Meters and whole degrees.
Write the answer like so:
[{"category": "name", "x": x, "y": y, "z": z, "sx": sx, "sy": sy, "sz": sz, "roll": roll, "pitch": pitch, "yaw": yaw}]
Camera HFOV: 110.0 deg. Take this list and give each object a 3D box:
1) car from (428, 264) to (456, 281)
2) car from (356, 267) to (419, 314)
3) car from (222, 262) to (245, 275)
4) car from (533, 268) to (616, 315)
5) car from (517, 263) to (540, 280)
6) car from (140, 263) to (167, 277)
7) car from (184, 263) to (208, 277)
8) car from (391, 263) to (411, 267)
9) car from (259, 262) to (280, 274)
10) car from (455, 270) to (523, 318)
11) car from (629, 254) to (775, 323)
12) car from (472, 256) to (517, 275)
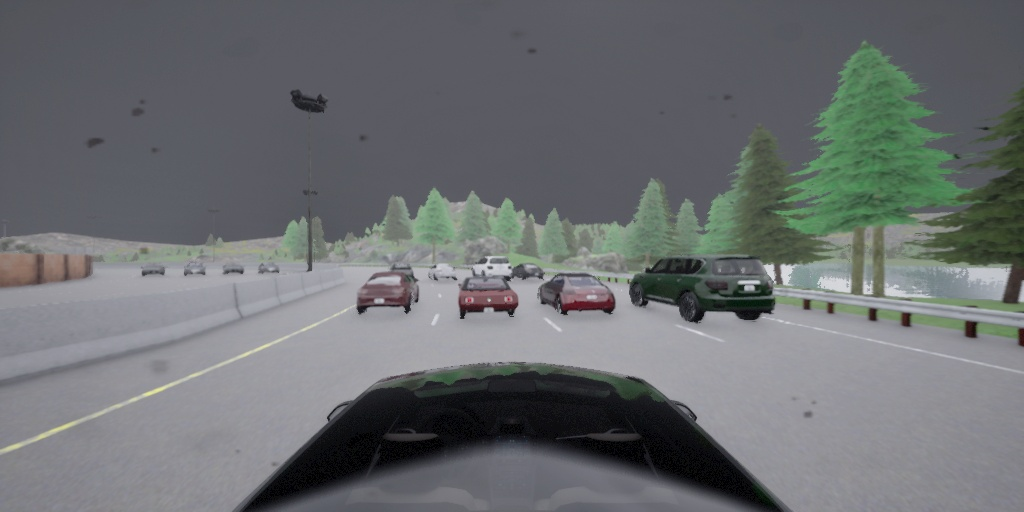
[{"category": "car", "x": -6.224, "y": 1.393, "z": 31.877, "sx": 1.812, "sy": 1.442, "sz": 4.674, "roll": 0, "pitch": 0, "yaw": -21}, {"category": "car", "x": -4.769, "y": 1.334, "z": 14.173, "sx": 1.812, "sy": 1.442, "sz": 4.674, "roll": 0, "pitch": 0, "yaw": -9}, {"category": "car", "x": -34.096, "y": 1.532, "z": 43.915, "sx": 1.837, "sy": 1.490, "sz": 4.892, "roll": 0, "pitch": -1, "yaw": -42}, {"category": "car", "x": 2.334, "y": 1.340, "z": 13.845, "sx": 1.994, "sy": 1.385, "sz": 4.181, "roll": 0, "pitch": 0, "yaw": -9}, {"category": "car", "x": 1.248, "y": 1.360, "z": 31.893, "sx": 1.812, "sy": 1.442, "sz": 4.674, "roll": 0, "pitch": 0, "yaw": -20}, {"category": "car", "x": -40.920, "y": 1.553, "z": 41.033, "sx": 1.837, "sy": 1.490, "sz": 4.892, "roll": 0, "pitch": 0, "yaw": -43}, {"category": "car", "x": -36.268, "y": 1.520, "z": 41.094, "sx": 2.128, "sy": 1.511, "sz": 4.902, "roll": 0, "pitch": 0, "yaw": -41}, {"category": "car", "x": -9.591, "y": 1.371, "z": 30.869, "sx": 2.128, "sy": 1.511, "sz": 4.902, "roll": 0, "pitch": 0, "yaw": -21}, {"category": "car", "x": -30.837, "y": 1.509, "z": 45.485, "sx": 2.128, "sy": 1.511, "sz": 4.902, "roll": 0, "pitch": 0, "yaw": -40}, {"category": "car", "x": -1.050, "y": 1.390, "z": 13.272, "sx": 1.895, "sy": 1.301, "sz": 4.718, "roll": 0, "pitch": 0, "yaw": -9}, {"category": "car", "x": 6.143, "y": 0.976, "z": 12.421, "sx": 2.150, "sy": 2.045, "sz": 5.566, "roll": 0, "pitch": 0, "yaw": -7}, {"category": "car", "x": -1.756, "y": 1.064, "z": 30.098, "sx": 2.150, "sy": 2.045, "sz": 5.566, "roll": 0, "pitch": 0, "yaw": -20}]
